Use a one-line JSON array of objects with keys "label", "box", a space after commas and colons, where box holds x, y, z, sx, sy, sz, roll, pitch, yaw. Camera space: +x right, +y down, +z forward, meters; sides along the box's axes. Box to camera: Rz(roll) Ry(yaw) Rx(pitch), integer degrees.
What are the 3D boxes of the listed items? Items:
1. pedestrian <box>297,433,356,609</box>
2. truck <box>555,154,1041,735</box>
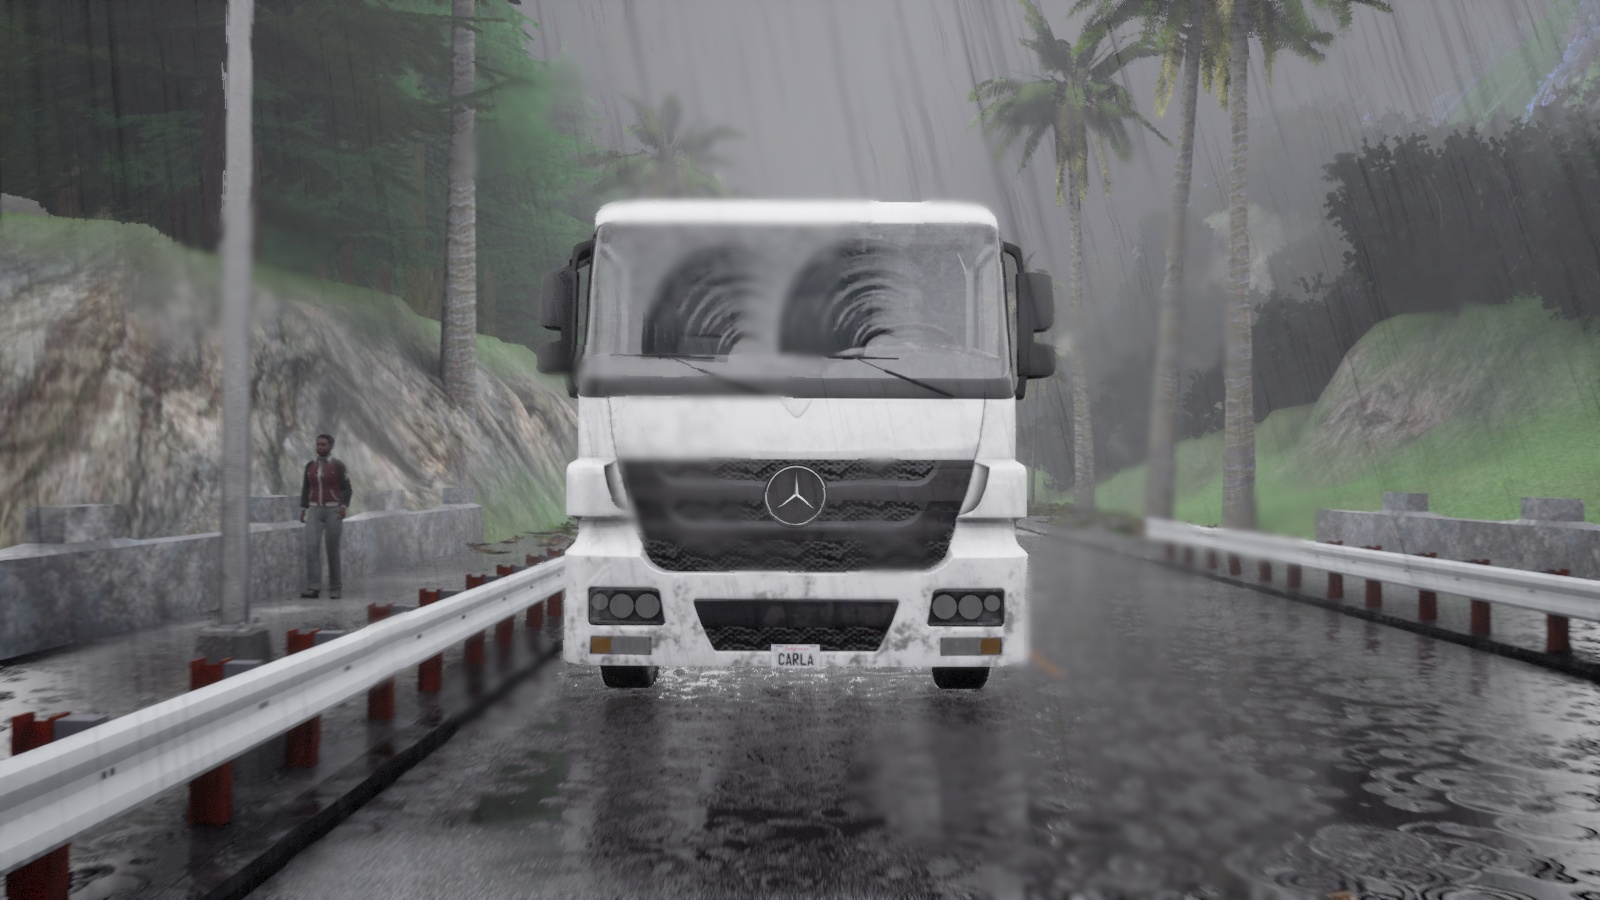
[{"label": "pedestrian", "box": [-5.298, 0.781, 14.078, 0.402, 1.930, 0.666, 0, -1, 0]}, {"label": "truck", "box": [-0.028, 0.025, 11.470, 2.891, 3.462, 7.936, 0, -1, 0]}]
